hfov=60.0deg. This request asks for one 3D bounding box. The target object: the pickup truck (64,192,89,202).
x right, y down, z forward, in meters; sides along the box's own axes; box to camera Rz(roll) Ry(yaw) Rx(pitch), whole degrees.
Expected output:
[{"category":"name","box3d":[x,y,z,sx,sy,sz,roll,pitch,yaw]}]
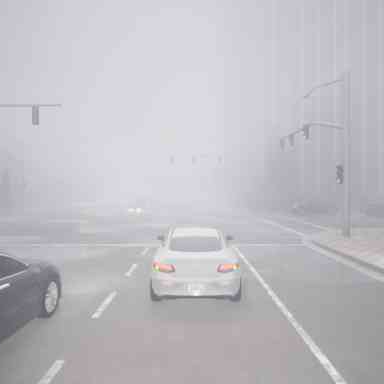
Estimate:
[{"category":"pickup truck","box3d":[-24.662,1.047,70.217,2.390,2.098,6.274,0,0,30]}]

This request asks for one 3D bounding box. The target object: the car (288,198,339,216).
[{"category":"car","box3d":[11.770,1.347,32.460,4.553,1.767,2.097,0,0,0]}]

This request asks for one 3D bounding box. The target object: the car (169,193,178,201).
[{"category":"car","box3d":[-4.752,1.211,85.440,2.150,2.045,5.566,0,0,-1]}]

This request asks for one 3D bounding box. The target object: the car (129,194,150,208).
[{"category":"car","box3d":[-7.823,1.484,47.927,2.128,1.511,4.902,0,0,-1]}]

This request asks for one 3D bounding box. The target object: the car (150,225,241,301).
[{"category":"car","box3d":[0.077,1.524,8.166,1.812,1.442,4.674,0,0,0]}]

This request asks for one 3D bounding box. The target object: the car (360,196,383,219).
[{"category":"car","box3d":[17.709,1.217,29.005,5.566,2.045,2.150,0,0,0]}]

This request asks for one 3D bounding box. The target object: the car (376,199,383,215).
[{"category":"car","box3d":[20.995,1.472,32.527,5.008,1.535,1.882,0,0,0]}]

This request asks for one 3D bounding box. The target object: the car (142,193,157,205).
[{"category":"car","box3d":[-7.946,1.212,57.819,2.150,2.045,5.566,0,0,-1]}]

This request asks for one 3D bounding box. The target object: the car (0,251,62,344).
[{"category":"car","box3d":[-3.436,1.504,4.516,1.837,1.490,4.892,0,0,0]}]
